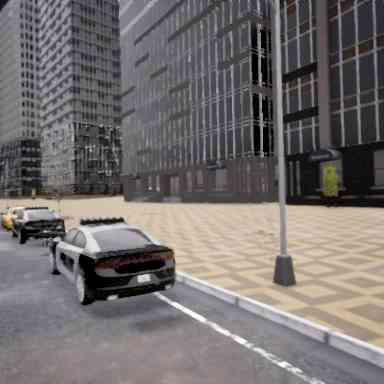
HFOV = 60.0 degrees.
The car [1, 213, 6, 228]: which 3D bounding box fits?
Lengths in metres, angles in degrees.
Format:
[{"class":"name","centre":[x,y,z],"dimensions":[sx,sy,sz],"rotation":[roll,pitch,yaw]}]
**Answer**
[{"class":"car","centre":[-11.393,1.649,21.971],"dimensions":[1.801,1.575,5.366],"rotation":[-1,0,-35]}]

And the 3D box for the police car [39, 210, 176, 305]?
[{"class":"police car","centre":[-2.335,1.465,8.506],"dimensions":[1.930,1.638,5.238],"rotation":[-1,0,-33]}]

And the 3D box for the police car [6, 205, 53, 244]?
[{"class":"police car","centre":[-7.928,1.559,16.907],"dimensions":[1.930,1.638,5.238],"rotation":[-1,0,-34]}]
